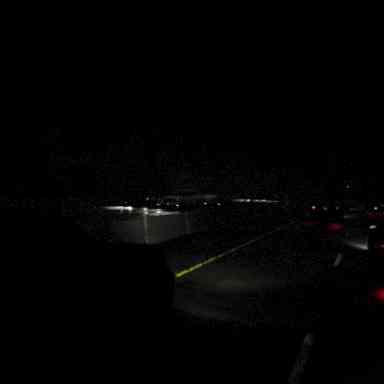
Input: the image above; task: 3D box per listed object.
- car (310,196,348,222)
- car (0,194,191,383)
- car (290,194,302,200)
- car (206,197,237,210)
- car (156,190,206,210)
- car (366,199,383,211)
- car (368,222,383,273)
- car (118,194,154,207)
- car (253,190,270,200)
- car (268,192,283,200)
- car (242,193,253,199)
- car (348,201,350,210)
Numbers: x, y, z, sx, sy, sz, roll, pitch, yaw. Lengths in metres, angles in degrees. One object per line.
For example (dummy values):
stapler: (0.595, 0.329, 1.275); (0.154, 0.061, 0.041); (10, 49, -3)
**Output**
car: (10.452, 1.192, 25.480); (2.097, 1.767, 4.553); (1, 1, 28)
car: (-2.299, 1.136, 3.561); (2.150, 2.045, 5.566); (1, 1, 27)
car: (22.371, 1.090, 71.479); (1.994, 1.385, 4.181); (1, 0, 27)
car: (2.931, 1.216, 34.082); (1.895, 1.301, 4.718); (1, 1, 27)
car: (-1.017, 0.775, 34.057); (2.150, 2.045, 5.566); (1, 1, 27)
car: (20.892, 1.453, 37.925); (1.895, 1.301, 4.718); (1, 1, 27)
car: (6.452, 1.534, 9.997); (1.994, 1.385, 4.181); (1, 1, 27)
car: (-6.444, 0.973, 38.800); (1.994, 1.385, 4.181); (1, 1, 27)
car: (16.148, 0.625, 74.666); (2.150, 2.045, 5.566); (1, 0, 27)
car: (18.242, 1.084, 71.115); (1.812, 1.442, 4.674); (1, 0, 27)
car: (13.031, 0.926, 76.273); (1.895, 1.301, 4.718); (1, 0, 27)
car: (16.046, 1.359, 36.328); (1.994, 1.385, 4.181); (1, 1, 28)
